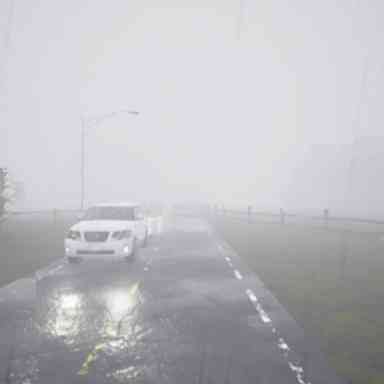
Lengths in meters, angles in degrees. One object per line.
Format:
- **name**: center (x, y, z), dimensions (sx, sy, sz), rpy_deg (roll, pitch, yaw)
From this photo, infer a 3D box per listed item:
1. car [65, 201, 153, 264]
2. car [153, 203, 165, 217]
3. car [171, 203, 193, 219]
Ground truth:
- **car**: center (-2.982, 1.390, 12.859), dimensions (2.150, 2.045, 5.566), rpy_deg (0, -1, -1)
- **car**: center (-4.178, 2.004, 38.285), dimensions (2.128, 1.511, 4.902), rpy_deg (0, -1, -4)
- **car**: center (-0.961, 2.058, 34.301), dimensions (1.895, 1.301, 4.718), rpy_deg (0, -1, -4)
